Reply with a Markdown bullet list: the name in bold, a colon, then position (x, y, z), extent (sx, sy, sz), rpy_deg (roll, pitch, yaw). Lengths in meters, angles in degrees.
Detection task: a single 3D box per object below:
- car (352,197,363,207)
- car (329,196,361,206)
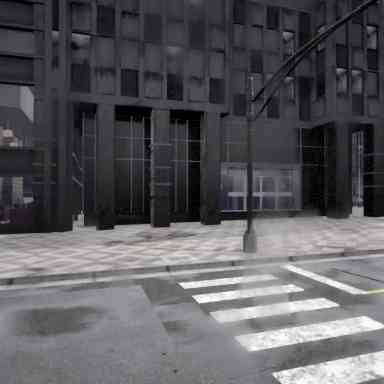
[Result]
- **car**: position (21.320, 1.273, 42.183), extent (1.994, 1.385, 4.181), rpy_deg (0, -1, -17)
- **car**: position (22.550, 1.339, 49.221), extent (1.994, 1.385, 4.181), rpy_deg (0, -1, -16)
